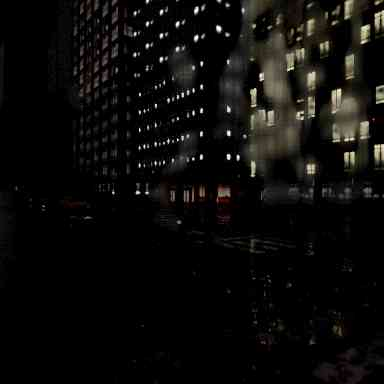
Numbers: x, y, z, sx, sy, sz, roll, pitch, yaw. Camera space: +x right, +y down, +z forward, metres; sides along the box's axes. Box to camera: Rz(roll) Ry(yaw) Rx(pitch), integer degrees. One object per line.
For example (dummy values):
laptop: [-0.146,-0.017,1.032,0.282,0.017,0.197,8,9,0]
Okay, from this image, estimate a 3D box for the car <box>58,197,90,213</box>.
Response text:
car: [-11.570,1.201,32.506,1.882,1.535,5.008,0,0,-37]

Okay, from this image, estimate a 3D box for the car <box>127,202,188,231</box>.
car: [-2.147,1.343,19.820,2.128,1.511,4.902,0,0,-37]

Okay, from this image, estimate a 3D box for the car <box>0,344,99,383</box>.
car: [-2.564,1.601,1.130,4.718,1.301,1.895,0,0,-32]

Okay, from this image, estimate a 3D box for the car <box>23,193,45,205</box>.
car: [-22.514,0.976,47.394,2.097,1.767,4.553,0,0,-37]
